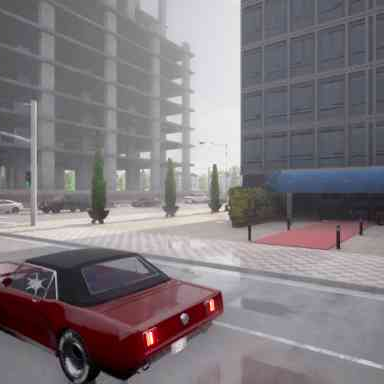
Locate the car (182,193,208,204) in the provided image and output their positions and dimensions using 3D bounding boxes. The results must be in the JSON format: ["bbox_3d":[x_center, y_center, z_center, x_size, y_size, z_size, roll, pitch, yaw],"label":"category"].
[{"bbox_3d":[0.550,1.226,62.069,2.150,2.045,5.566,0,0,36],"label":"car"}]

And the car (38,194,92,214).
[{"bbox_3d":[-13.771,1.221,36.317,2.150,2.045,5.566,0,0,36],"label":"car"}]

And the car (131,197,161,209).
[{"bbox_3d":[-6.423,1.505,46.517,1.837,1.490,4.892,0,0,36],"label":"car"}]

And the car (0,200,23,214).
[{"bbox_3d":[-19.761,1.526,33.986,1.812,1.442,4.674,0,0,36],"label":"car"}]

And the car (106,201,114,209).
[{"bbox_3d":[-12.731,1.548,43.752,2.033,1.411,5.357,0,0,36],"label":"car"}]

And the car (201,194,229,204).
[{"bbox_3d":[4.546,1.547,61.600,2.033,1.411,5.357,0,0,36],"label":"car"}]

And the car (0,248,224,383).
[{"bbox_3d":[-1.963,1.601,5.380,4.718,1.301,1.895,0,0,35],"label":"car"}]
